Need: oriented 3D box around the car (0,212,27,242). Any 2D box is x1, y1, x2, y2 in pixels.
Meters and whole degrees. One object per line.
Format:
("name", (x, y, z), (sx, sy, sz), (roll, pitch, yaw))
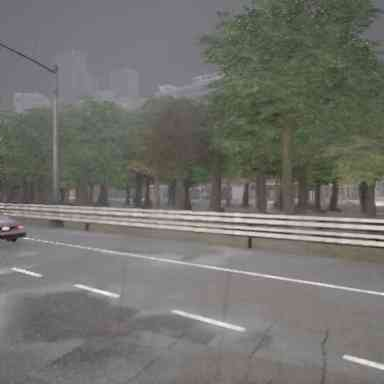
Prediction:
("car", (-9.621, 1.544, 15.050), (5.357, 1.411, 2.033), (0, 0, 36))
